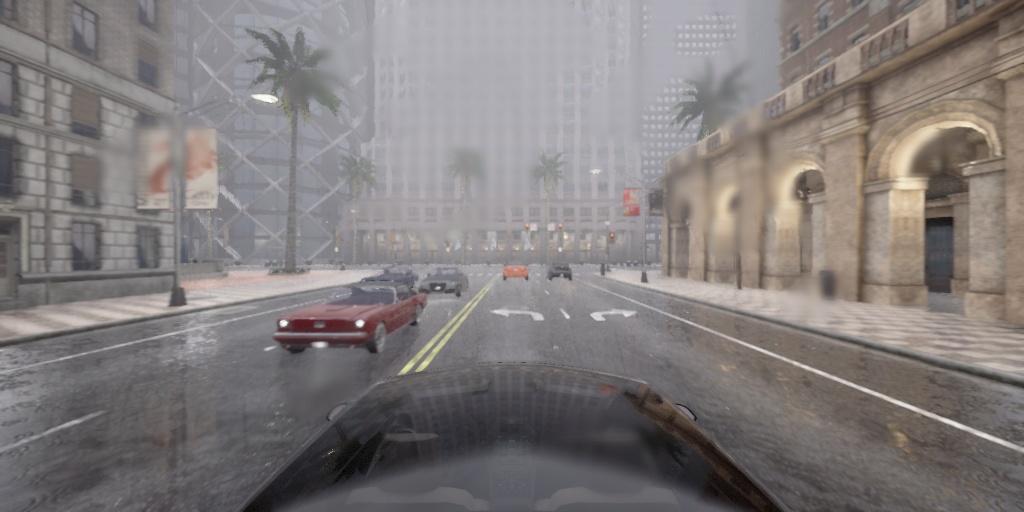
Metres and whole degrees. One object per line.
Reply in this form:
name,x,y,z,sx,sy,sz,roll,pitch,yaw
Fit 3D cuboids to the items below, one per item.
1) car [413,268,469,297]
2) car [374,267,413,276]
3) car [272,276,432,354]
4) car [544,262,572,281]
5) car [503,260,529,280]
car,-3.430,1.305,18.751,1.994,1.385,4.181,0,0,1
car,-6.841,1.340,20.516,1.895,1.301,4.718,0,0,1
car,-3.557,1.347,8.877,1.895,1.301,4.718,0,0,1
car,3.861,1.239,29.994,1.837,1.490,4.892,0,0,1
car,0.329,1.086,30.408,2.097,1.767,4.553,0,0,1
